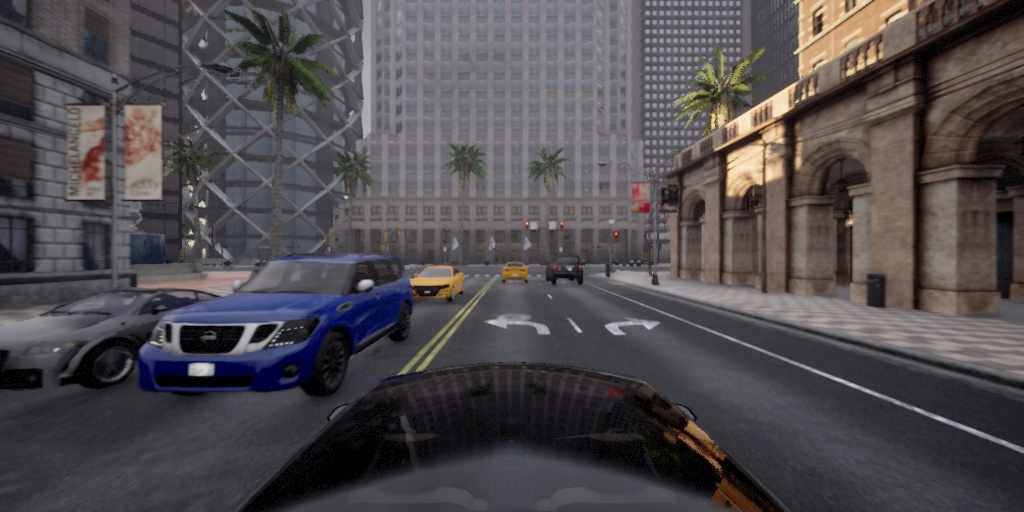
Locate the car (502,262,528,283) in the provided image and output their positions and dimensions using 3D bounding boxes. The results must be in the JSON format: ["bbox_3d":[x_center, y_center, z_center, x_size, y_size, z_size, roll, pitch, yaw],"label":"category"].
[{"bbox_3d":[0.240,1.207,27.698,1.882,1.535,5.008,0,0,1],"label":"car"}]

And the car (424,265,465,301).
[{"bbox_3d":[-3.468,1.213,17.298,1.882,1.535,5.008,0,0,1],"label":"car"}]

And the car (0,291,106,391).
[{"bbox_3d":[-7.082,1.306,6.739,1.994,1.385,4.181,0,0,0],"label":"car"}]

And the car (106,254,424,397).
[{"bbox_3d":[-3.572,0.965,6.931,2.150,2.045,5.566,0,0,1],"label":"car"}]

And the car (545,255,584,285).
[{"bbox_3d":[3.752,0.954,26.344,2.150,2.045,5.566,0,0,-1],"label":"car"}]
